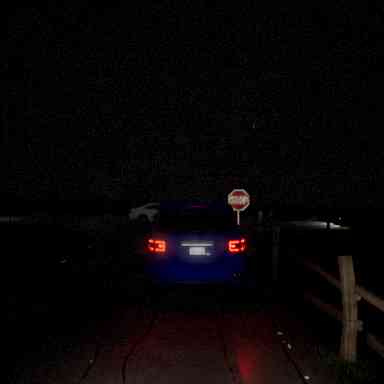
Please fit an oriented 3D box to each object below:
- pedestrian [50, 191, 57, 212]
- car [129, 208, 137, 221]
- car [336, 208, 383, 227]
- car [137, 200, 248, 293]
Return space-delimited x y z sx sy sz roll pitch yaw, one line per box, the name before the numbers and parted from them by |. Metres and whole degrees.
pedestrian | -12.080 0.778 28.947 0.375 1.860 0.375 0 1 0
car | -1.991 1.461 22.974 4.674 1.442 1.812 0 1 0
car | 13.516 1.951 25.847 4.181 1.385 1.994 2 3 1
car | 0.083 1.214 8.992 2.150 2.045 5.566 0 0 0
